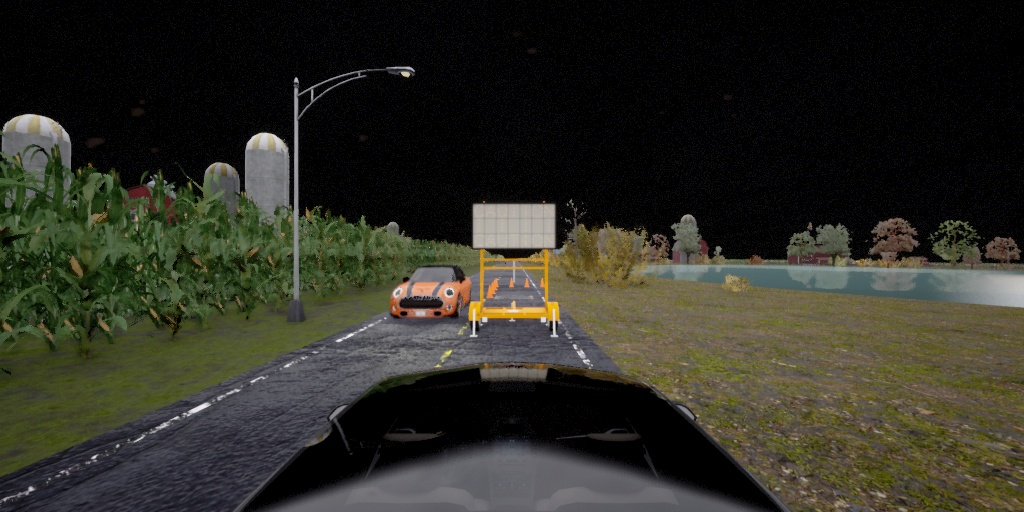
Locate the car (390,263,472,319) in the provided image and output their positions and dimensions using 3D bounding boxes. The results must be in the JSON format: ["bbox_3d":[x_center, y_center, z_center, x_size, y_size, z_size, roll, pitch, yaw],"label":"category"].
[{"bbox_3d":[-2.675,1.107,12.782,2.097,1.767,4.553,0,0,0],"label":"car"}]

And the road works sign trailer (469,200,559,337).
[{"bbox_3d":[0.061,0.217,10.274,2.380,3.560,2.880,0,0,0],"label":"road works sign trailer"}]
